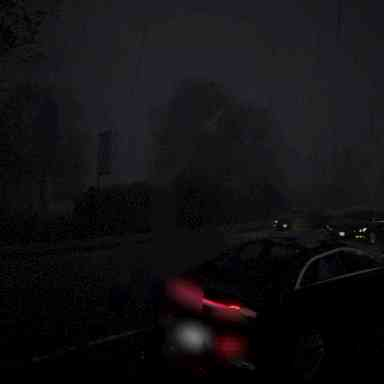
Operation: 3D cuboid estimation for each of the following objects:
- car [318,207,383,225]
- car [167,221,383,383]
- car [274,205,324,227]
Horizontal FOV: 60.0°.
[{"bbox_3d":[8.034,1.514,15.613,4.892,1.490,1.837,0,0,-44],"label":"car"},{"bbox_3d":[1.916,1.498,5.438,4.902,1.511,2.128,0,0,-38],"label":"car"},{"bbox_3d":[6.561,1.519,19.032,4.892,1.490,1.837,0,0,-45],"label":"car"}]
